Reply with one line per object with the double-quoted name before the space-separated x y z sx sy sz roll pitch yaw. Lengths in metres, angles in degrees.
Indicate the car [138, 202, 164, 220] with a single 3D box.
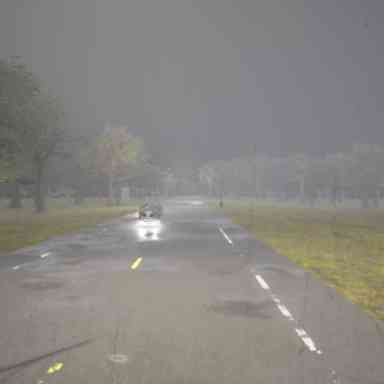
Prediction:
"car" -3.597 1.613 29.805 2.128 1.511 4.902 0 -1 0
